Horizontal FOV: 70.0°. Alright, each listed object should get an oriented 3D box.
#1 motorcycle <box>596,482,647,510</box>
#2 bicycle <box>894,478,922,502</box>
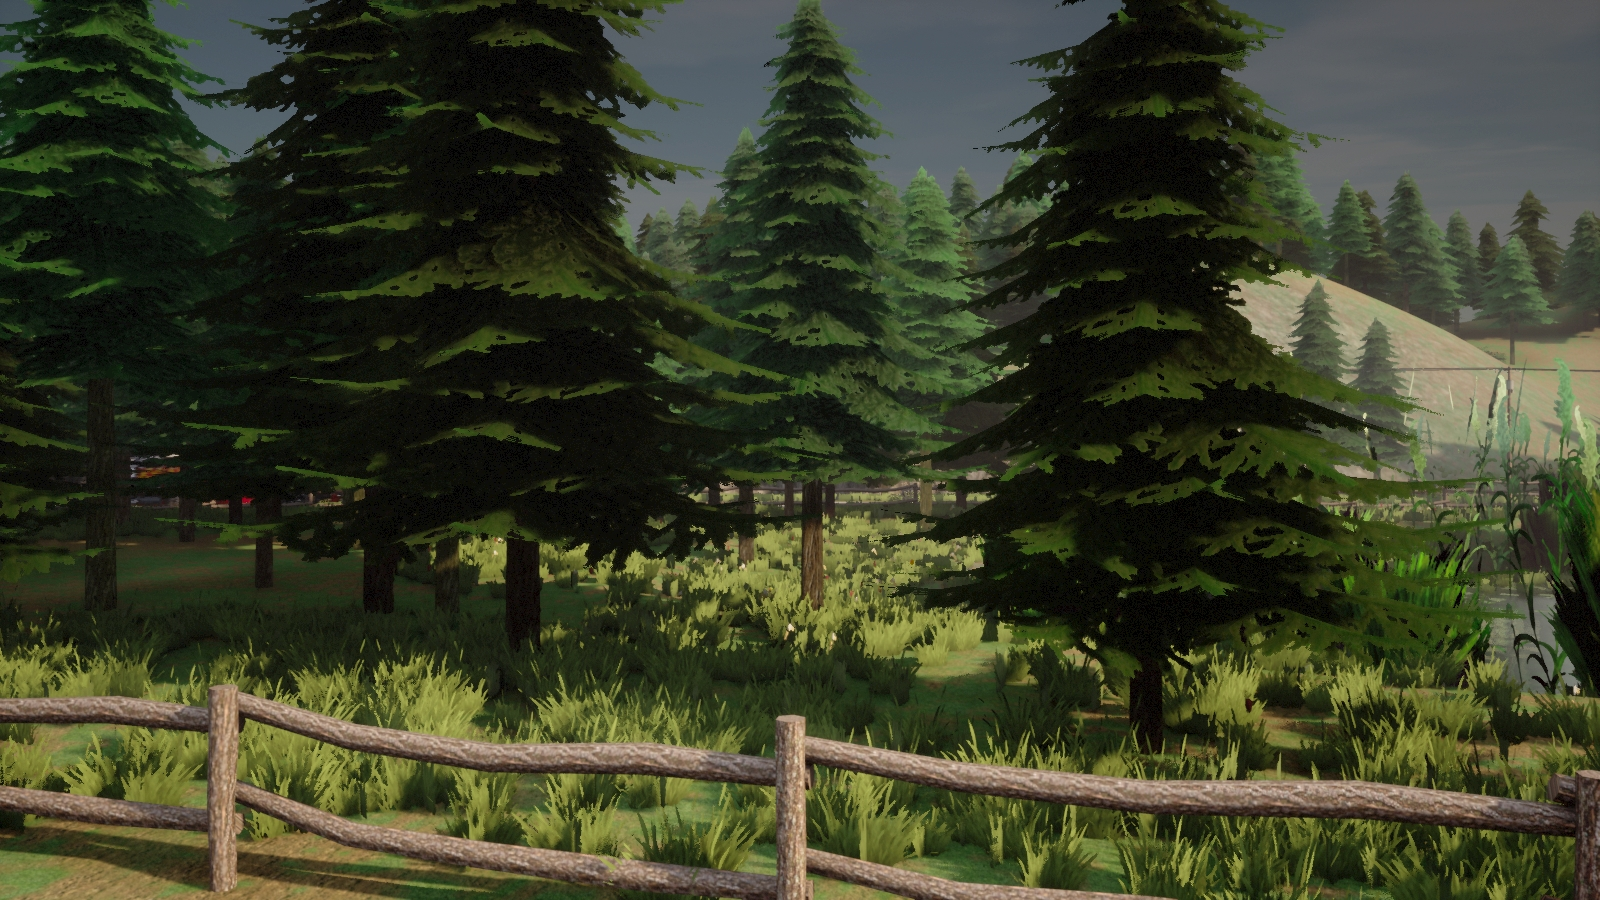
[{"bbox_3d":[-8.462,2.178,54.101,2.209,1.251,0.867,0,0,14],"label":"motorcycle"},{"bbox_3d":[5.856,2.158,62.263,1.487,1.276,0.859,0,0,3],"label":"bicycle"}]
